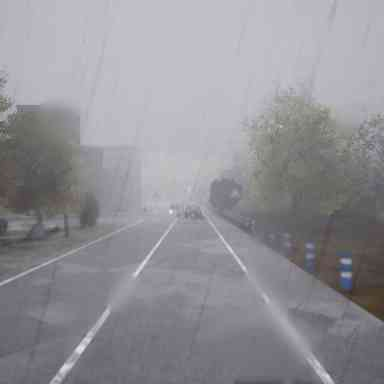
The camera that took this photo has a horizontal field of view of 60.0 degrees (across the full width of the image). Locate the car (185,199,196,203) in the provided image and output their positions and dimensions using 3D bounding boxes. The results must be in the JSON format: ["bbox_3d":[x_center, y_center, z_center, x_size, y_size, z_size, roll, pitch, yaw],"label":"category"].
[{"bbox_3d":[0.137,2.599,63.709,1.812,1.442,4.674,0,-1,0],"label":"car"}]

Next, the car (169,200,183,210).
[{"bbox_3d":[-3.227,2.655,62.607,1.895,1.301,4.718,0,-1,1],"label":"car"}]

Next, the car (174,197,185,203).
[{"bbox_3d":[-3.298,2.525,78.324,2.150,2.045,5.566,0,-1,-1],"label":"car"}]

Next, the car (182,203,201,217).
[{"bbox_3d":[0.124,2.237,38.909,1.895,1.301,4.718,0,-1,0],"label":"car"}]

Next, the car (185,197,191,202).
[{"bbox_3d":[-1.540,2.427,92.345,2.150,2.045,5.566,-2,1,-16],"label":"car"}]
